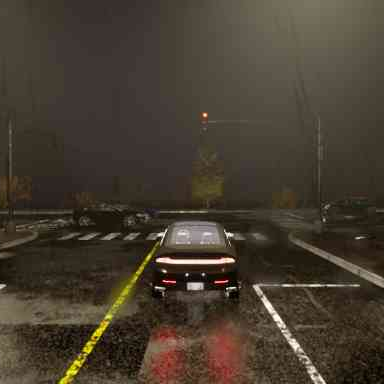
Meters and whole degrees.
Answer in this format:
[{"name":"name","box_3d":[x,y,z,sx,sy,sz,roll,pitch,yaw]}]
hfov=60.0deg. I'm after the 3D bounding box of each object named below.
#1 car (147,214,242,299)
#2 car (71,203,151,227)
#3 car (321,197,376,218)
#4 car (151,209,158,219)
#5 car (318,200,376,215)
[{"name":"car","box_3d":[0.084,1.489,8.436,2.128,1.511,4.902,0,0,1]},{"name":"car","box_3d":[-5.469,1.486,22.064,4.902,1.511,2.128,0,0,0]},{"name":"car","box_3d":[13.147,1.232,28.539,4.553,1.767,2.097,0,1,-1]},{"name":"car","box_3d":[-4.978,1.589,25.323,4.718,1.301,1.895,0,0,1]},{"name":"car","box_3d":[14.752,1.429,31.820,4.718,1.301,1.895,0,1,-2]}]
